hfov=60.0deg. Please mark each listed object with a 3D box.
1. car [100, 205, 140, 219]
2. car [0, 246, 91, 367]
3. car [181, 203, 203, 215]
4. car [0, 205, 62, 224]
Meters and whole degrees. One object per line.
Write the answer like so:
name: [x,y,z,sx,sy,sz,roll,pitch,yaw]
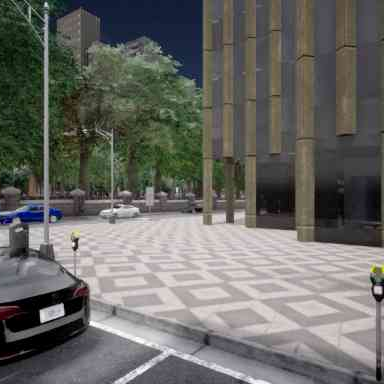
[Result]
car: [-7.482,2.054,34.963,1.812,1.442,4.674,0,-1,35]
car: [-3.463,1.566,5.416,4.313,1.339,1.947,0,0,35]
car: [0.437,2.296,46.233,1.882,1.535,5.008,0,-1,35]
car: [-13.076,1.806,26.986,1.882,1.535,5.008,0,-1,35]
